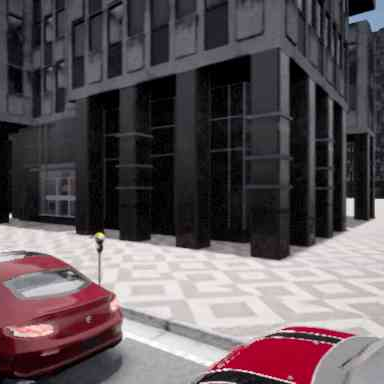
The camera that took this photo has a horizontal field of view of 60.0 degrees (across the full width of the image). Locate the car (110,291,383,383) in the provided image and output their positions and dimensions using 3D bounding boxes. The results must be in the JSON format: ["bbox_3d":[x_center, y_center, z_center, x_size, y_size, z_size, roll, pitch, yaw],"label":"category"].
[{"bbox_3d":[1.728,1.441,1.741,4.097,1.590,1.967,0,0,35],"label":"car"}]

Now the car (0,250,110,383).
[{"bbox_3d":[-2.842,1.558,4.981,4.206,1.307,1.802,0,0,35],"label":"car"}]
